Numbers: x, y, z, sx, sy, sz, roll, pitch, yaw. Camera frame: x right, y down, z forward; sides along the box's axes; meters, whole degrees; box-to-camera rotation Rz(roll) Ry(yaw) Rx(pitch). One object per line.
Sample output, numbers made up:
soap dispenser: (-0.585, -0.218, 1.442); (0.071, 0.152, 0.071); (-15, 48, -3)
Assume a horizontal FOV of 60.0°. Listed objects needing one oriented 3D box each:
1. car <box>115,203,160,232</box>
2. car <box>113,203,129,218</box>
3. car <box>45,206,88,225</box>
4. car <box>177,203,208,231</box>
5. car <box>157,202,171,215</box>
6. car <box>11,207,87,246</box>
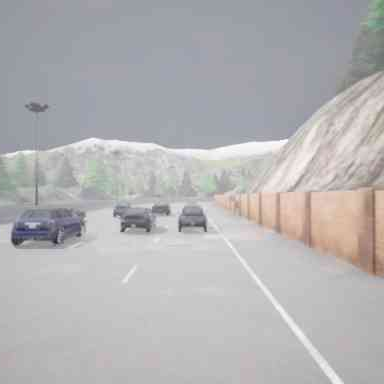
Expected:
car: (-3.461, 1.743, 22.031); (1.837, 1.490, 4.892); (0, 0, 0)
car: (-6.996, 1.871, 35.117); (2.128, 1.511, 4.902); (0, -1, 0)
car: (-10.476, 1.916, 28.148); (1.895, 1.301, 4.718); (0, -1, 0)
car: (0.040, 1.724, 22.339); (2.128, 1.511, 4.902); (0, 0, 0)
car: (-3.511, 1.893, 39.388); (1.882, 1.535, 5.008); (0, -1, 0)
car: (-6.942, 1.540, 16.588); (2.097, 1.767, 4.553); (0, -1, 0)
